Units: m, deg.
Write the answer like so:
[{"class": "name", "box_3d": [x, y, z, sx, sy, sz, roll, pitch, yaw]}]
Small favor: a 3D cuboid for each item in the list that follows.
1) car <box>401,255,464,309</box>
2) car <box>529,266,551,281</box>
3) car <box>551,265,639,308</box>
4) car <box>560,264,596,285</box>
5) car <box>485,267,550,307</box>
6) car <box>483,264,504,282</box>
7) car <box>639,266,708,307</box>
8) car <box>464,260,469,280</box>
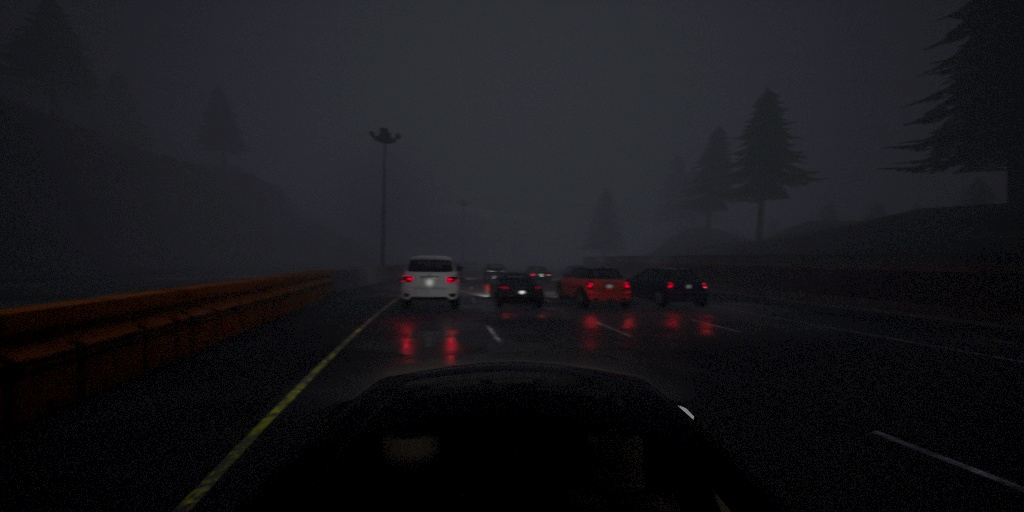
[{"class": "car", "box_3d": [-3.326, 0.993, 15.273, 2.150, 2.045, 5.566, 1, 0, -9]}, {"class": "car", "box_3d": [2.077, 1.505, 30.032, 2.033, 1.411, 5.357, 1, 0, -3]}, {"class": "car", "box_3d": [3.574, 1.250, 16.464, 2.097, 1.767, 4.553, 1, -1, -9]}, {"class": "car", "box_3d": [5.559, 1.498, 30.741, 1.882, 1.535, 5.008, 1, 0, -3]}, {"class": "car", "box_3d": [0.090, 1.403, 16.111, 1.994, 1.385, 4.181, 1, 0, -9]}, {"class": "car", "box_3d": [-1.423, 1.392, 30.127, 2.128, 1.511, 4.902, 1, 0, -3]}, {"class": "car", "box_3d": [7.028, 1.312, 17.025, 2.097, 1.767, 4.553, 1, -1, -9]}, {"class": "car", "box_3d": [-4.917, 1.346, 29.931, 1.837, 1.490, 4.892, 1, 0, -3]}]
